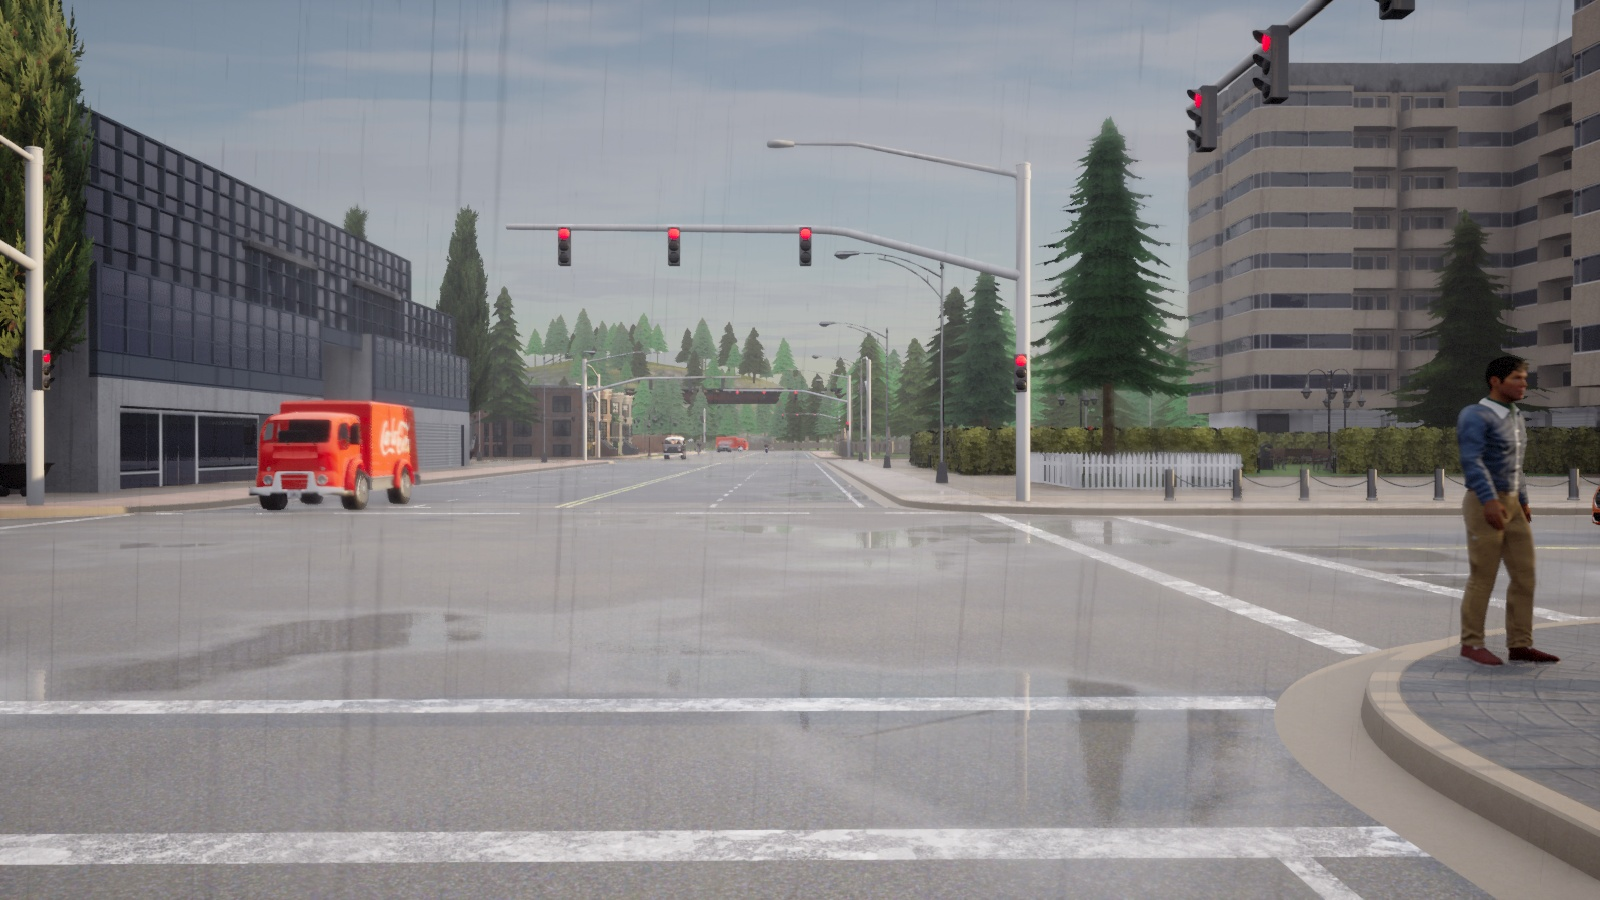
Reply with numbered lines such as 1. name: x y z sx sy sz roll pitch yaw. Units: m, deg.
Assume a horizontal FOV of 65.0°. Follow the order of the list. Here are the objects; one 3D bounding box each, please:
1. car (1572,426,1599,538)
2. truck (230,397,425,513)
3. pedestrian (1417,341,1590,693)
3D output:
1. car: 14.889 0.507 19.479 4.553 1.767 2.097 0 0 0
2. truck: -10.799 0.086 29.256 2.627 2.467 5.204 0 0 -1
3. pedestrian: 4.126 0.367 7.397 0.423 1.949 0.788 0 0 -23
